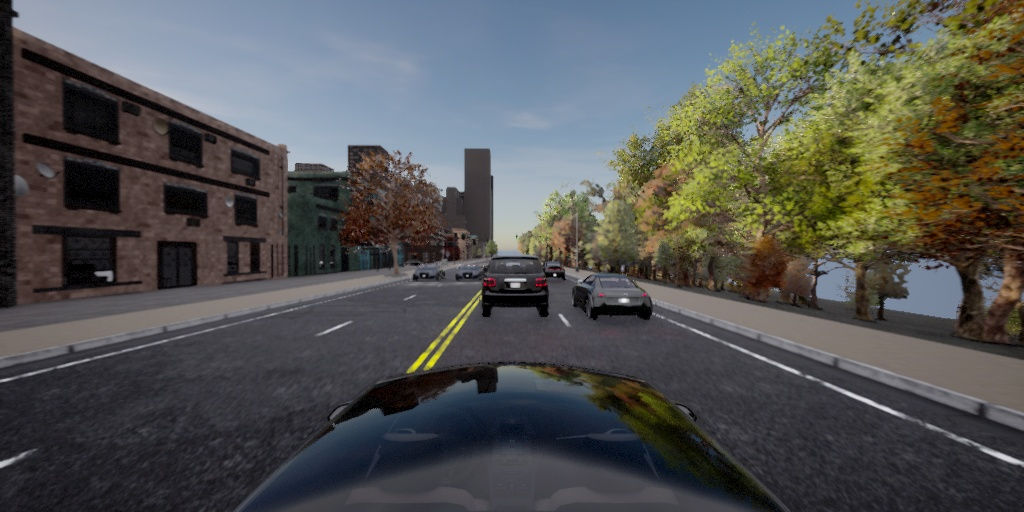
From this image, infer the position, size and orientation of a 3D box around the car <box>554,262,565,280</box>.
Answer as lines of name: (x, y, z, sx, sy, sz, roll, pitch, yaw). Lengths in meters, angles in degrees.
car: (3.334, 1.224, 30.380, 1.837, 1.490, 4.892, 0, 0, 0)

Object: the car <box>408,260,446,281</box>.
car: (-6.614, 1.285, 28.990, 1.994, 1.385, 4.181, 0, 0, 0)

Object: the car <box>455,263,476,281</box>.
car: (-3.364, 1.285, 29.041, 1.994, 1.385, 4.181, 0, 0, 0)

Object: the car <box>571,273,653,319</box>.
car: (3.350, 1.302, 12.724, 1.994, 1.385, 4.181, 0, 0, 0)

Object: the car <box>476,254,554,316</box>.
car: (0.101, 0.959, 13.367, 2.150, 2.045, 5.566, 0, 0, 0)
